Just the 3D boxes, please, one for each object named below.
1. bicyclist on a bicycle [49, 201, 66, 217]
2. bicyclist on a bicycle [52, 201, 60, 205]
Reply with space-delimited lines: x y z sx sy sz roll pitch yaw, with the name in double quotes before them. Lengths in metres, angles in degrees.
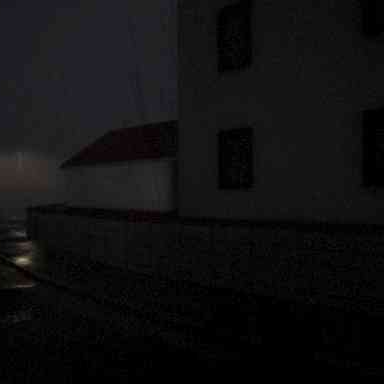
"bicyclist on a bicycle" -14.492 1.812 35.803 0.582 1.620 1.656 -1 -1 41
"bicyclist on a bicycle" -14.200 1.800 34.381 1.656 1.620 0.582 -1 0 -3
